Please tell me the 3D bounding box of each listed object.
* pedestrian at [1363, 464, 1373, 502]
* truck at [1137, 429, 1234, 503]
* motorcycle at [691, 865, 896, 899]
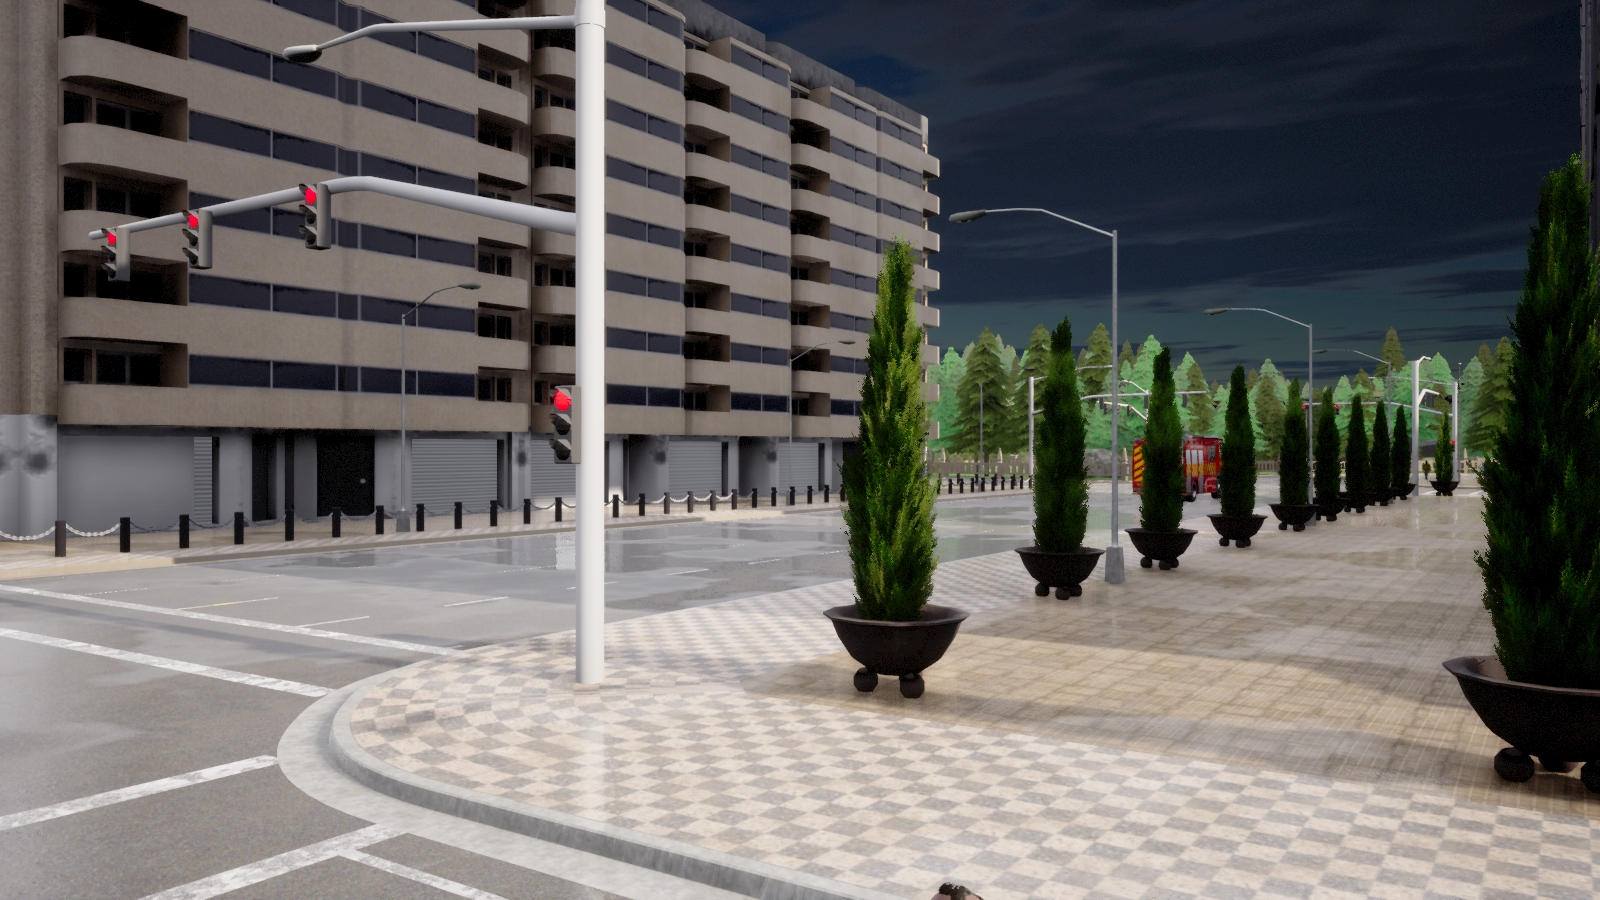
[{"bbox_3d":[28.126,1.639,56.583,0.375,1.860,0.375,0,0,33],"label":"pedestrian"},{"bbox_3d":[21.438,0.835,63.219,2.891,3.827,8.468,0,0,34],"label":"truck"},{"bbox_3d":[0.516,2.205,3.364,2.209,1.251,0.867,0,0,34],"label":"motorcycle"}]
